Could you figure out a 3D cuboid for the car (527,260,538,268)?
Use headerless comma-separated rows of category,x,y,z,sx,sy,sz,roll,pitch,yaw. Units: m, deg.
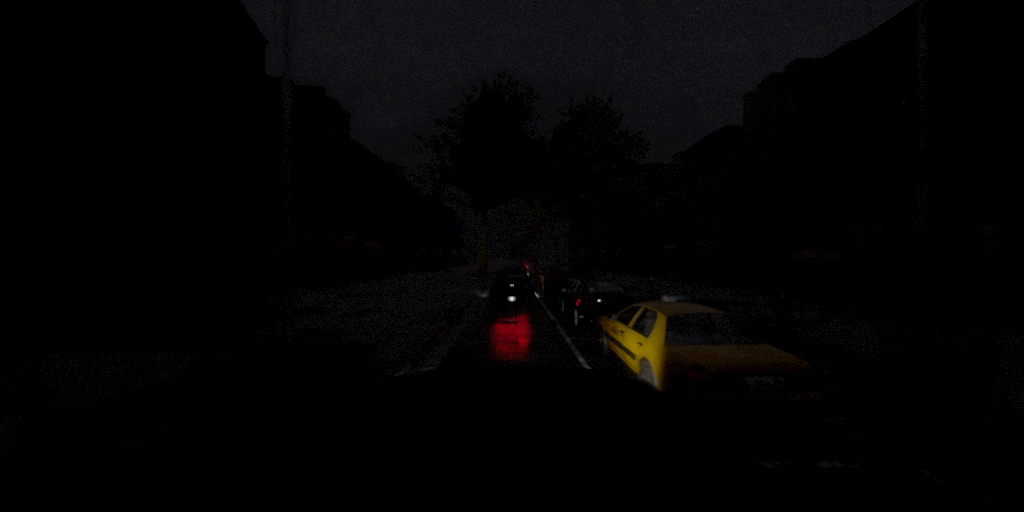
car,2.630,1.442,33.643,1.967,1.591,4.097,0,0,0

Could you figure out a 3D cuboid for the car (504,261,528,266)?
car,-0.003,1.480,31.137,2.128,1.511,4.902,0,0,0

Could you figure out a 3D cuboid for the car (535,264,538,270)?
car,2.632,1.455,22.719,1.751,1.417,4.829,0,0,0

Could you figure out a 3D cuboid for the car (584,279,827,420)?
car,2.636,1.317,6.077,1.751,1.417,4.829,0,0,0

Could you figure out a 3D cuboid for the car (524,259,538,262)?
car,2.629,1.475,39.190,1.967,1.591,4.097,0,0,0

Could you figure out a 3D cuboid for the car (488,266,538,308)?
car,0.000,1.389,16.149,1.837,1.490,4.892,0,0,0

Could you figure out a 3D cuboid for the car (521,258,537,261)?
car,2.738,1.320,51.000,2.150,2.045,5.566,0,0,0

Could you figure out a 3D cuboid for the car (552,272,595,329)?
car,2.635,1.391,11.455,2.007,1.370,4.403,0,0,0

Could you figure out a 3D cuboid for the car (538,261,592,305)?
car,2.634,1.203,17.001,2.192,1.841,5.009,0,0,0
